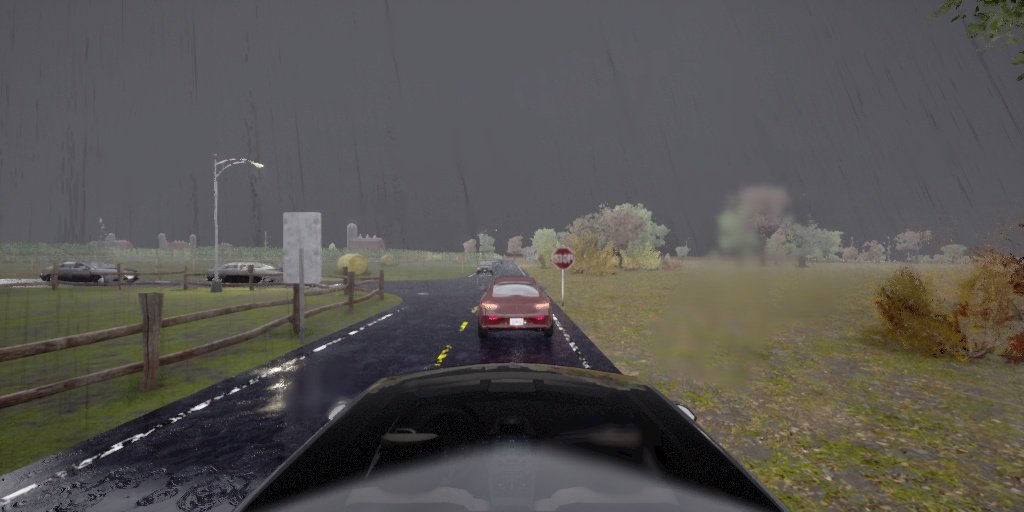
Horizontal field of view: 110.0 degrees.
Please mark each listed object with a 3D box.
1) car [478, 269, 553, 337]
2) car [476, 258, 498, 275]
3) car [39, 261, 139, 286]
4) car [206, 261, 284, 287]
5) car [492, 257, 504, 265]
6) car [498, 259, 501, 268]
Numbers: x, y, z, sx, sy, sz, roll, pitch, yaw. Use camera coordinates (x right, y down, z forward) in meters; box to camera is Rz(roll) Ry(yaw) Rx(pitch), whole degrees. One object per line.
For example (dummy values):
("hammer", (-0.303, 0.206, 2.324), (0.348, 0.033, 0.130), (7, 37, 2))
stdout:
("car", (0.053, 1.275, 10.153), (1.812, 1.442, 4.674), (0, 0, -1))
("car", (-2.891, 1.269, 40.250), (1.837, 1.490, 4.892), (0, 0, 0))
("car", (-26.667, 1.086, 22.749), (4.902, 1.511, 2.128), (0, 1, -1))
("car", (-16.600, 1.156, 22.870), (4.902, 1.511, 2.128), (0, 1, -1))
("car", (-2.872, 1.352, 59.529), (1.994, 1.385, 4.181), (0, 0, 0))
("car", (-2.901, 1.375, 49.517), (1.895, 1.301, 4.718), (0, 0, 0))
